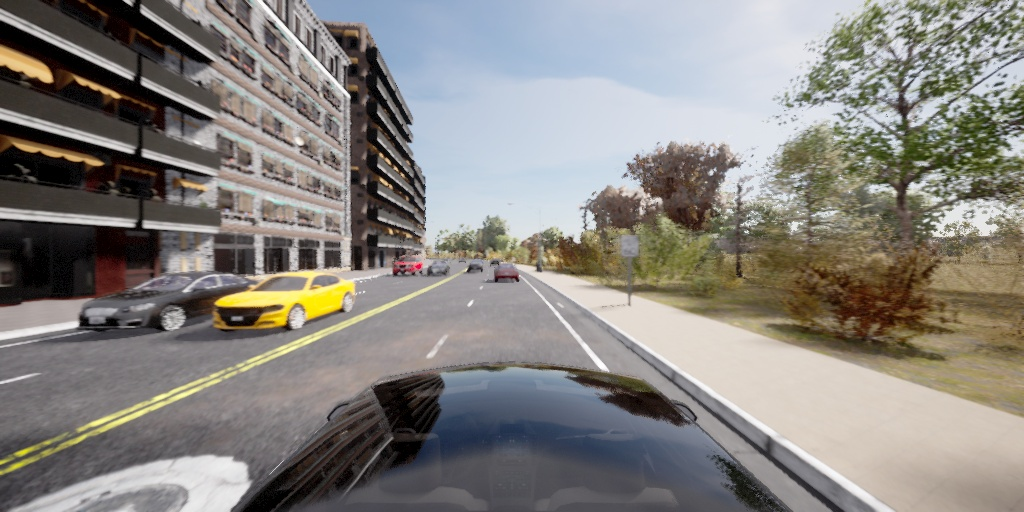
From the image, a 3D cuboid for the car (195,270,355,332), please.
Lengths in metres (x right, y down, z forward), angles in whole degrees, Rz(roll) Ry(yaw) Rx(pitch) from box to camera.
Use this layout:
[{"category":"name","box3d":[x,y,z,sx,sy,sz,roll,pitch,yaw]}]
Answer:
[{"category":"car","box3d":[-6.670,1.245,11.160,1.882,1.535,5.008,0,0,-1]}]

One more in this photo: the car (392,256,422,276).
[{"category":"car","box3d":[-10.668,0.997,37.219,2.150,2.045,5.566,0,0,-3]}]

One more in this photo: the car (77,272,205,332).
[{"category":"car","box3d":[-9.919,1.268,10.997,2.128,1.511,4.902,0,0,-1]}]

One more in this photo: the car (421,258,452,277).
[{"category":"car","box3d":[-7.393,1.253,36.542,2.128,1.511,4.902,0,0,-2]}]

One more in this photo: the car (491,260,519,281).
[{"category":"car","box3d":[-0.470,1.307,29.616,1.994,1.385,4.181,0,0,-2]}]

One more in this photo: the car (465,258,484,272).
[{"category":"car","box3d":[-4.527,1.272,44.805,1.812,1.442,4.674,0,0,-3]}]
